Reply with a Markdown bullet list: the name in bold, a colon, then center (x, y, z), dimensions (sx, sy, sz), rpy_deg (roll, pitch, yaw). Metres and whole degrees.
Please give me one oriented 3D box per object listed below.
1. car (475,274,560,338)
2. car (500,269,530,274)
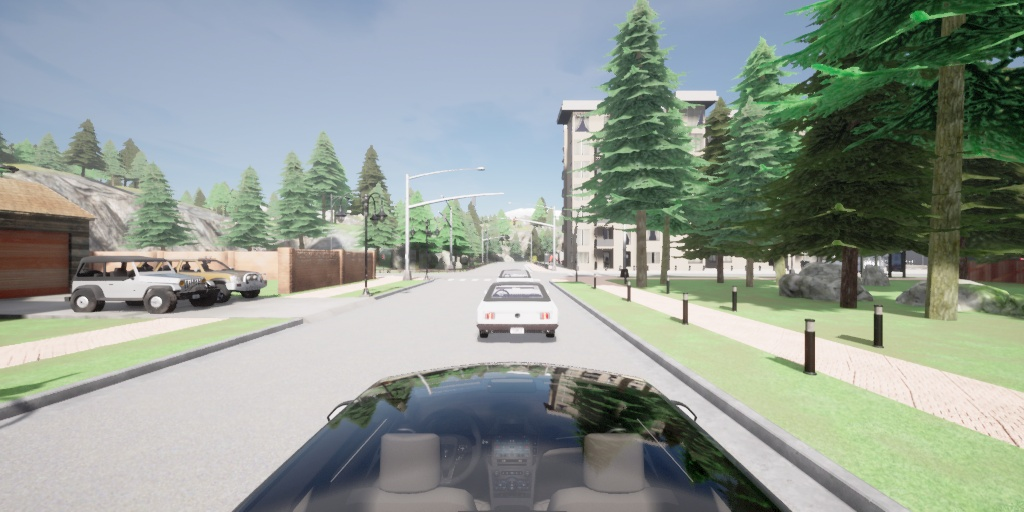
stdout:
- **car**: center (0.130, 1.351, 10.126), dimensions (1.895, 1.301, 4.718), rpy_deg (0, 0, 0)
- **car**: center (0.159, 1.351, 19.294), dimensions (1.895, 1.301, 4.718), rpy_deg (0, 0, 0)
